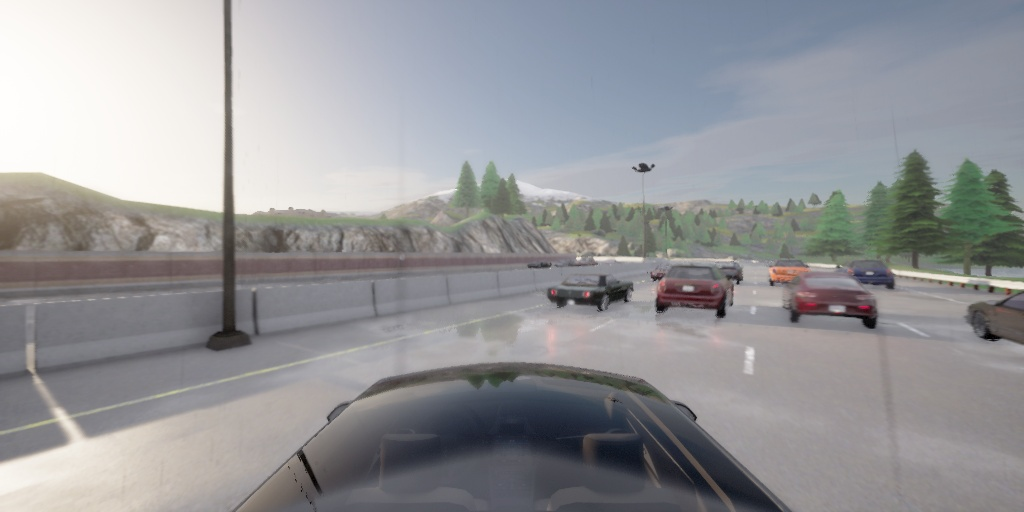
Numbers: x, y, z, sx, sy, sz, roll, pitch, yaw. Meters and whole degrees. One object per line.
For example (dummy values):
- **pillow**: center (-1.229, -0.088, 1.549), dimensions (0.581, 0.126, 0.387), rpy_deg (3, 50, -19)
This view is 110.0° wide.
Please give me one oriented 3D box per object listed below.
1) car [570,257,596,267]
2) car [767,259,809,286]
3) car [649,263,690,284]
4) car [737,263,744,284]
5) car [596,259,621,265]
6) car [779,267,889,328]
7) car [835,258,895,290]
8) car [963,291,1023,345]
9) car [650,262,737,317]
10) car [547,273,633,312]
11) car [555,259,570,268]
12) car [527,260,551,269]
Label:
- **car**: center (10.254, 0.991, 49.846), dimensions (2.097, 1.767, 4.553), rpy_deg (0, 0, 32)
- **car**: center (18.187, 0.986, 23.632), dimensions (2.097, 1.767, 4.553), rpy_deg (0, 0, 35)
- **car**: center (11.765, 1.263, 26.651), dimensions (1.895, 1.301, 4.718), rpy_deg (0, 0, 35)
- **car**: center (15.530, 1.138, 25.944), dimensions (2.128, 1.511, 4.902), rpy_deg (0, 0, 35)
- **car**: center (13.183, 1.154, 47.924), dimensions (1.812, 1.442, 4.674), rpy_deg (0, 0, 32)
- **car**: center (9.702, 1.219, 11.208), dimensions (1.812, 1.442, 4.674), rpy_deg (0, -1, 34)
- **car**: center (21.078, 0.975, 21.661), dimensions (2.097, 1.767, 4.553), rpy_deg (0, 0, 35)
- **car**: center (10.680, 1.241, 6.481), dimensions (2.033, 1.411, 5.357), rpy_deg (0, 0, 35)
- **car**: center (6.834, 1.054, 13.219), dimensions (2.097, 1.767, 4.553), rpy_deg (0, 0, 35)
- **car**: center (3.305, 1.319, 14.264), dimensions (1.895, 1.301, 4.718), rpy_deg (0, 0, 35)
- **car**: center (7.961, 1.139, 52.728), dimensions (2.128, 1.511, 4.902), rpy_deg (0, 0, 32)
- **car**: center (3.996, 1.266, 52.984), dimensions (1.895, 1.301, 4.718), rpy_deg (0, 0, 33)
